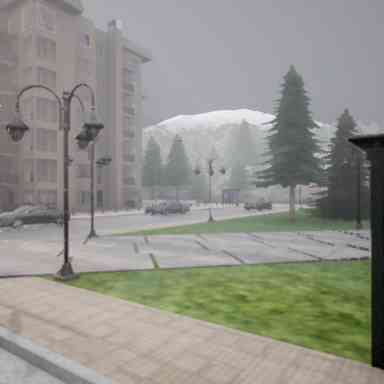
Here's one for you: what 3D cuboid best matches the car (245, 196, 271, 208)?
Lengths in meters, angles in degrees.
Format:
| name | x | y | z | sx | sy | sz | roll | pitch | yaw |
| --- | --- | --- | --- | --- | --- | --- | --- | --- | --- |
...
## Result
| name | x | y | z | sx | sy | sz | roll | pitch | yaw |
| --- | --- | --- | --- | --- | --- | --- | --- | --- | --- |
| car | 10.087 | 1.443 | 50.533 | 2.097 | 1.767 | 4.553 | 0 | 0 | 36 |

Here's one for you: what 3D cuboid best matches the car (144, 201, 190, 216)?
| name | x | y | z | sx | sy | sz | roll | pitch | yaw |
| --- | --- | --- | --- | --- | --- | --- | --- | --- | --- |
| car | -2.352 | 1.642 | 33.607 | 2.033 | 1.411 | 5.357 | 0 | 0 | 36 |

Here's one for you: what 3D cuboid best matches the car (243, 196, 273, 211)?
| name | x | y | z | sx | sy | sz | roll | pitch | yaw |
| --- | --- | --- | --- | --- | --- | --- | --- | --- | --- |
| car | 8.376 | 1.623 | 42.044 | 2.033 | 1.411 | 5.357 | 0 | 0 | 35 |

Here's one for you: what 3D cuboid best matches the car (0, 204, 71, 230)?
| name | x | y | z | sx | sy | sz | roll | pitch | yaw |
| --- | --- | --- | --- | --- | --- | --- | --- | --- | --- |
| car | -10.590 | 1.586 | 22.294 | 2.128 | 1.511 | 4.902 | 0 | 0 | 36 |
